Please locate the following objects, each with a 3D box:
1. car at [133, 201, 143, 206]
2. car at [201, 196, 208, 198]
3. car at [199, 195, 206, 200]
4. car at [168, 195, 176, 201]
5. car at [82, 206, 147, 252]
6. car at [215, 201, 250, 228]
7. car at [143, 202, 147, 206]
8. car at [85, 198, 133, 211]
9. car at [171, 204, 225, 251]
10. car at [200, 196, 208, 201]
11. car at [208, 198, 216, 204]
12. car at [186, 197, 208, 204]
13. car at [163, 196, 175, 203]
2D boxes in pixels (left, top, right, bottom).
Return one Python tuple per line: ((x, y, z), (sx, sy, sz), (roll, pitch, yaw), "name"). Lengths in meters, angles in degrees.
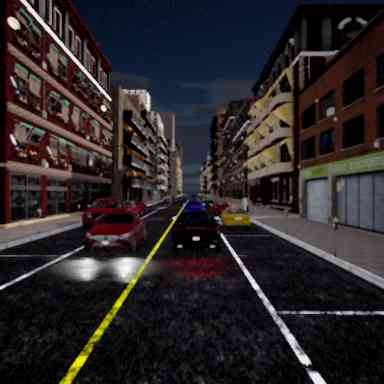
((-5.586, 1.464, 27.620), (1.967, 1.590, 4.097), (0, 0, 0), "car")
((2.904, 1.612, 55.765), (2.008, 1.369, 4.403), (0, 0, 0), "car")
((3.057, 1.678, 95.218), (1.802, 1.307, 4.206), (0, 0, 0), "car")
((-5.345, 1.626, 89.619), (1.887, 1.381, 4.507), (0, 0, 0), "car")
((-3.048, 1.538, 14.054), (1.812, 1.442, 4.674), (0, 0, 0), "car")
((2.772, 1.553, 22.118), (1.752, 1.417, 4.829), (0, 0, 0), "car")
((-5.565, 1.574, 33.258), (1.887, 1.381, 4.507), (0, 0, 0), "car")
((-5.607, 1.333, 21.985), (2.192, 1.841, 5.009), (0, 0, 0), "car")
((0.162, 1.494, 14.175), (1.882, 1.535, 5.008), (0, 0, 0), "car")
((3.014, 1.652, 83.946), (1.947, 1.339, 4.313), (0, 0, 0), "car")
((2.816, 1.584, 33.220), (1.887, 1.381, 4.507), (0, 0, 0), "car")
((0.216, 1.511, 30.884), (1.882, 1.535, 5.008), (0, 0, 0), "car")
((-5.411, 1.617, 72.710), (2.008, 1.369, 4.403), (0, 0, 0), "car")
